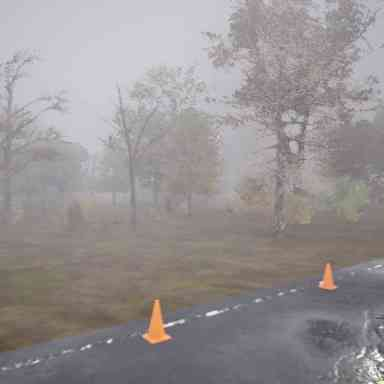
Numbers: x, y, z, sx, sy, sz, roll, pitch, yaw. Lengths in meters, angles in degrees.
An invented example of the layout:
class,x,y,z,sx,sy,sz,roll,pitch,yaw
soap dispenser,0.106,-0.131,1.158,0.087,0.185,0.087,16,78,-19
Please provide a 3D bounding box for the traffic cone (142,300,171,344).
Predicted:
class,x,y,z,sx,sy,sz,roll,pitch,yaw
traffic cone,-0.548,1.989,5.221,0.340,0.580,0.340,1,-1,-37

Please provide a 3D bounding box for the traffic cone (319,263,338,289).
class,x,y,z,sx,sy,sz,roll,pitch,yaw
traffic cone,3.368,2.053,8.215,0.340,0.580,0.340,1,-1,-38
